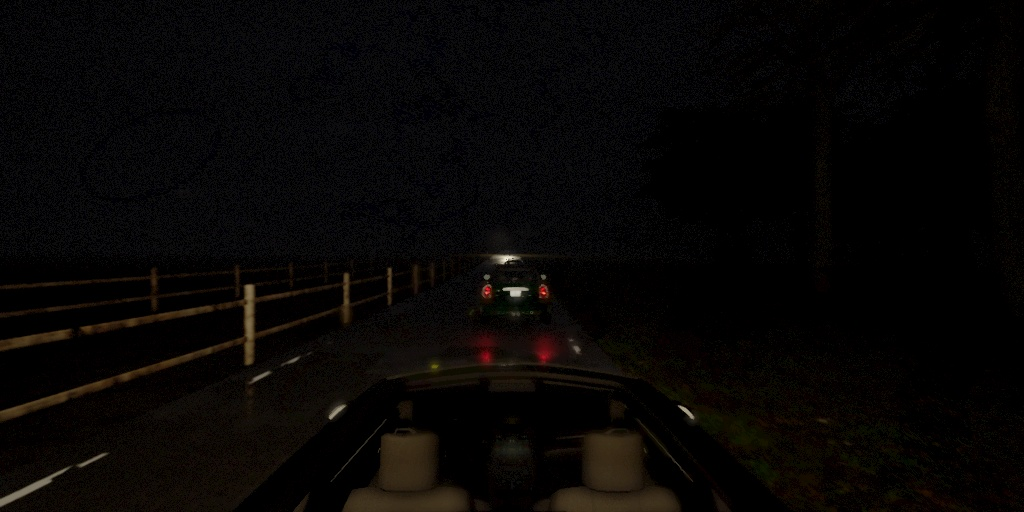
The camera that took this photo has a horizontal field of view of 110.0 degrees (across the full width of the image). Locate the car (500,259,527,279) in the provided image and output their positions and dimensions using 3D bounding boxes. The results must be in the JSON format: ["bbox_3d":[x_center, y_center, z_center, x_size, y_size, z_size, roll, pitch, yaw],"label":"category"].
[{"bbox_3d":[0.115,1.024,30.134,2.033,1.411,5.357,0,1,0],"label":"car"}]

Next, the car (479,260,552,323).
[{"bbox_3d":[0.105,1.038,12.030,2.097,1.767,4.553,0,0,0],"label":"car"}]
